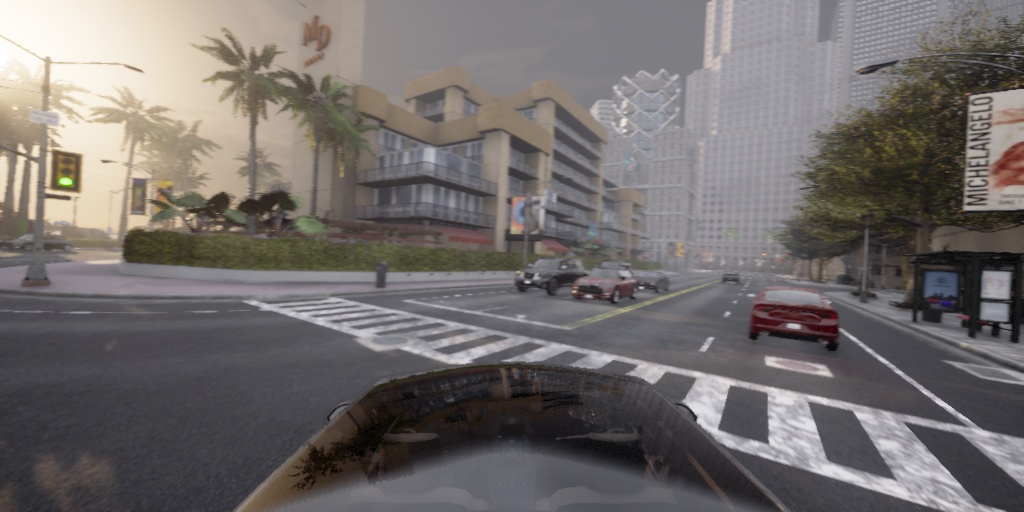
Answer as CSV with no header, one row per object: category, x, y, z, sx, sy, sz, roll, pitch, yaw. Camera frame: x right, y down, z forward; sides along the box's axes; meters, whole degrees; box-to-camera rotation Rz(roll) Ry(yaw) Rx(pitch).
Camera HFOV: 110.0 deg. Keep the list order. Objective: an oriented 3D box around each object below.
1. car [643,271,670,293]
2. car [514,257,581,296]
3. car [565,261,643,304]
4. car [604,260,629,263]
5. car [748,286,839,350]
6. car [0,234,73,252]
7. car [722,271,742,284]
car,10.178,1.819,26.170,2.033,1.411,5.357,3,0,35
car,2.392,1.084,20.991,2.150,2.045,5.566,3,0,35
car,4.835,1.346,18.365,2.097,1.767,4.553,3,0,34
car,8.255,1.388,29.517,2.150,2.045,5.566,3,0,35
car,8.412,1.665,10.942,1.882,1.535,5.008,3,0,35
car,-45.570,-1.327,34.414,2.097,1.767,4.553,3,0,-3
car,27.849,2.696,45.489,1.837,1.490,4.892,3,0,35
